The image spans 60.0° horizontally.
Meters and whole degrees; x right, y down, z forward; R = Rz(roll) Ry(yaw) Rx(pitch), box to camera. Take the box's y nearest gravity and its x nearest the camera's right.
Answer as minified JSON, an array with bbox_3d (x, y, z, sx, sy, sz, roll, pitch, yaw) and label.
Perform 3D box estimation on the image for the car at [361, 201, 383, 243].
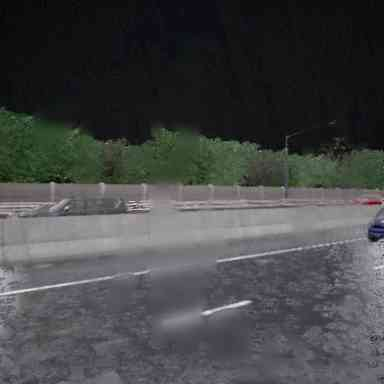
[{"bbox_3d":[10.052,1.411,15.217,4.553,1.767,2.097,0,0,-35],"label":"car"}]

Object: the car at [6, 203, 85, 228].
[{"bbox_3d":[-9.920,1.544,22.712,4.674,1.442,1.812,0,0,-35],"label":"car"}]

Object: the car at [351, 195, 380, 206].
[{"bbox_3d":[25.115,1.424,47.657,5.566,2.045,2.150,0,0,-35],"label":"car"}]

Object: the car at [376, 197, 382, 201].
[{"bbox_3d":[27.379,1.711,44.976,4.892,1.490,1.837,1,0,-35],"label":"car"}]

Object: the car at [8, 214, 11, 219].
[{"bbox_3d":[-8.012,1.565,19.772,5.357,1.411,2.033,0,0,-36],"label":"car"}]

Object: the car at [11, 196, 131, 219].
[{"bbox_3d":[-5.855,1.240,17.013,5.566,2.045,2.150,0,0,-36],"label":"car"}]
